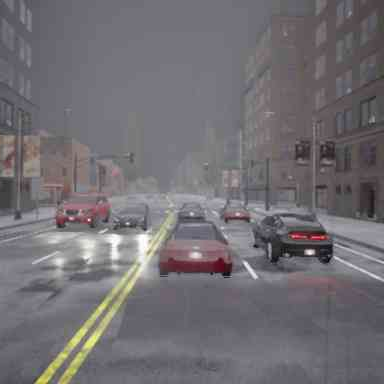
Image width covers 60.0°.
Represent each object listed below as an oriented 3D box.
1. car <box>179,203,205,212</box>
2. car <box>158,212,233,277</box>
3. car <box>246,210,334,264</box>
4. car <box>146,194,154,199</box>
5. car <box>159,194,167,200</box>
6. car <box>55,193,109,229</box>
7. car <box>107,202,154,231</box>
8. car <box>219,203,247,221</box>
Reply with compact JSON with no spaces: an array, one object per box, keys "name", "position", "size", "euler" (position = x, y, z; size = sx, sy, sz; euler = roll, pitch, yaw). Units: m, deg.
[{"name":"car","position":[-0.054,1.494,25.453],"size":[1.994,1.385,4.181],"euler":[1,0,-1]},{"name":"car","position":[0.102,1.534,10.214],"size":[1.994,1.385,4.181],"euler":[1,0,0]},{"name":"car","position":[3.363,1.502,11.896],"size":[1.837,1.490,4.892],"euler":[1,-1,0]},{"name":"car","position":[-10.853,1.217,86.266],"size":[1.994,1.385,4.181],"euler":[1,0,-5]},{"name":"car","position":[-7.615,1.177,86.547],"size":[1.882,1.535,5.008],"euler":[1,0,-5]},{"name":"car","position":[-6.625,1.094,20.955],"size":[2.150,2.045,5.566],"euler":[1,0,-1]},{"name":"car","position":[-3.366,1.415,19.737],"size":[1.837,1.490,4.892],"euler":[1,0,-1]},{"name":"car","position":[3.196,1.529,25.478],"size":[1.994,1.385,4.181],"euler":[1,0,-1]}]
